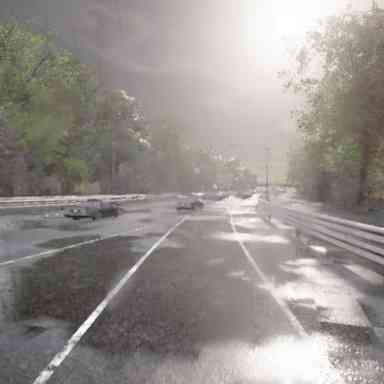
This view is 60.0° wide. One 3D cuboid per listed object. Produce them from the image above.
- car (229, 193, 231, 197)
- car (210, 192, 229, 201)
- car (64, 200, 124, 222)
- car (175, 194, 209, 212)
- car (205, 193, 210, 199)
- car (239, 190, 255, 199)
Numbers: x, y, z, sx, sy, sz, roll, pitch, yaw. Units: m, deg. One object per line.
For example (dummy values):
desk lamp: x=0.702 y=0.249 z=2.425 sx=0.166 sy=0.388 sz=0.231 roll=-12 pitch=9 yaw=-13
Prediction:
car: x=9.481 y=0.826 z=92.491 sx=1.994 sy=1.385 sz=4.181 roll=1 pitch=1 yaw=16
car: x=5.455 y=1.026 z=66.271 sx=1.812 sy=1.442 sz=4.674 roll=1 pitch=1 yaw=16
car: x=-6.898 y=1.290 z=24.043 sx=2.033 sy=1.411 sz=5.357 roll=1 pitch=1 yaw=16
car: x=-0.171 y=1.293 z=34.578 sx=2.033 sy=1.411 sz=5.357 roll=1 pitch=1 yaw=16
car: x=3.792 y=0.929 z=73.043 sx=2.128 sy=1.511 sz=4.902 roll=1 pitch=1 yaw=16
car: x=13.456 y=0.958 z=81.150 sx=1.837 sy=1.490 sz=4.892 roll=1 pitch=1 yaw=16
